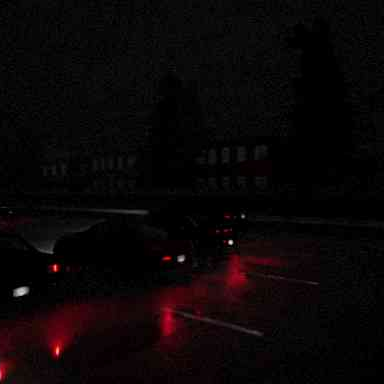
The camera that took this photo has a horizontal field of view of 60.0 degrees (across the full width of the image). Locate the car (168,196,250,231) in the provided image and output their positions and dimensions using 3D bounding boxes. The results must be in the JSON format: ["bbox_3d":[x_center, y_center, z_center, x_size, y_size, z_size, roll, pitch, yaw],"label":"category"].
[{"bbox_3d":[0.164,1.214,16.771,5.566,2.045,2.150,0,0,35],"label":"car"}]

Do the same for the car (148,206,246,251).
[{"bbox_3d":[-0.608,1.498,13.023,4.892,1.490,1.837,0,0,35],"label":"car"}]

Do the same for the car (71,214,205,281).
[{"bbox_3d":[-2.141,1.519,9.819,4.674,1.442,1.812,0,0,36],"label":"car"}]

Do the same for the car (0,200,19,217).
[{"bbox_3d":[-17.056,1.465,29.052,4.902,1.511,2.128,0,0,35],"label":"car"}]

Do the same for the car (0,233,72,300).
[{"bbox_3d":[-5.038,1.592,7.586,4.718,1.301,1.895,0,0,35],"label":"car"}]
